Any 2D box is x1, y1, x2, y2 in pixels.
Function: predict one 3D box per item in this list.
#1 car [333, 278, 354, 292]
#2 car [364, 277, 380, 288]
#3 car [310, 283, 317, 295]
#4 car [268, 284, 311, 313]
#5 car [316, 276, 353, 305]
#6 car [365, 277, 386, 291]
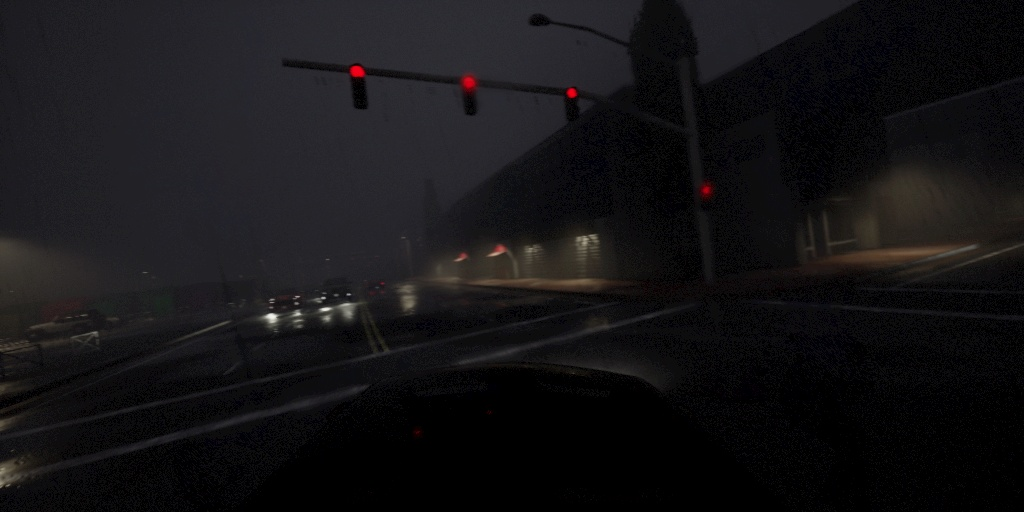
[{"bbox_3d":[-21.130,3.601,45.154,2.033,1.411,5.357,-7,0,-24],"label":"car"},{"bbox_3d":[-21.364,4.006,54.603,1.994,1.385,4.181,-7,0,-23],"label":"car"},{"bbox_3d":[-24.300,4.090,43.750,1.882,1.535,5.008,-7,0,-24],"label":"car"},{"bbox_3d":[-17.762,3.335,28.492,2.097,1.767,4.553,-7,0,-24],"label":"car"},{"bbox_3d":[-14.842,2.835,30.454,2.150,2.045,5.566,-7,0,-24],"label":"car"},{"bbox_3d":[-16.474,3.426,43.434,1.895,1.301,4.718,-7,0,-23],"label":"car"}]
